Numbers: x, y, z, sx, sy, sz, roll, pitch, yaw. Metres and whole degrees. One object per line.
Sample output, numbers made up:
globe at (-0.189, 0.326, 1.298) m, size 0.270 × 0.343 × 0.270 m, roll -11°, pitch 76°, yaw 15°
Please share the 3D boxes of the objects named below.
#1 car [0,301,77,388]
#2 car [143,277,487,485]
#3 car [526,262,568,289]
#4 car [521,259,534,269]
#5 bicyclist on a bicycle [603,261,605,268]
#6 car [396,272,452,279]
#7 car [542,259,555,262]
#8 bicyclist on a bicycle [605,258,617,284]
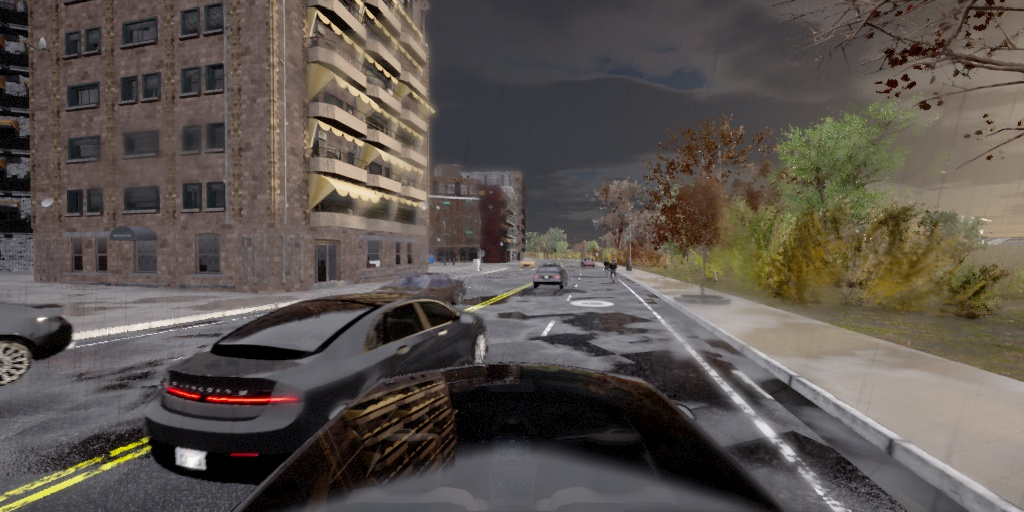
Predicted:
car at (-8.904, 1.242, 4.227) m, size 2.128 × 1.511 × 4.902 m, roll 0°, pitch 0°, yaw 14°
car at (-1.799, 1.255, 5.023) m, size 1.837 × 1.490 × 4.892 m, roll 0°, pitch 0°, yaw 14°
car at (2.566, 1.292, 23.272) m, size 2.033 × 1.411 × 5.357 m, roll 0°, pitch 0°, yaw 13°
car at (2.509, 1.215, 56.680) m, size 1.882 × 1.535 × 5.008 m, roll 0°, pitch 0°, yaw 7°
bicyclist on a bicycle at (9.171, 1.109, 34.798) m, size 0.659 × 1.776 × 1.843 m, roll 0°, pitch 0°, yaw 12°
car at (-3.313, 1.296, 13.139) m, size 2.033 × 1.411 × 5.357 m, roll 0°, pitch 0°, yaw 14°
car at (5.781, 1.171, 56.464) m, size 2.128 × 1.511 × 4.902 m, roll 0°, pitch 0°, yaw 10°
bicyclist on a bicycle at (7.289, 1.113, 25.919) m, size 0.659 × 1.776 × 1.843 m, roll 0°, pitch 0°, yaw 12°
